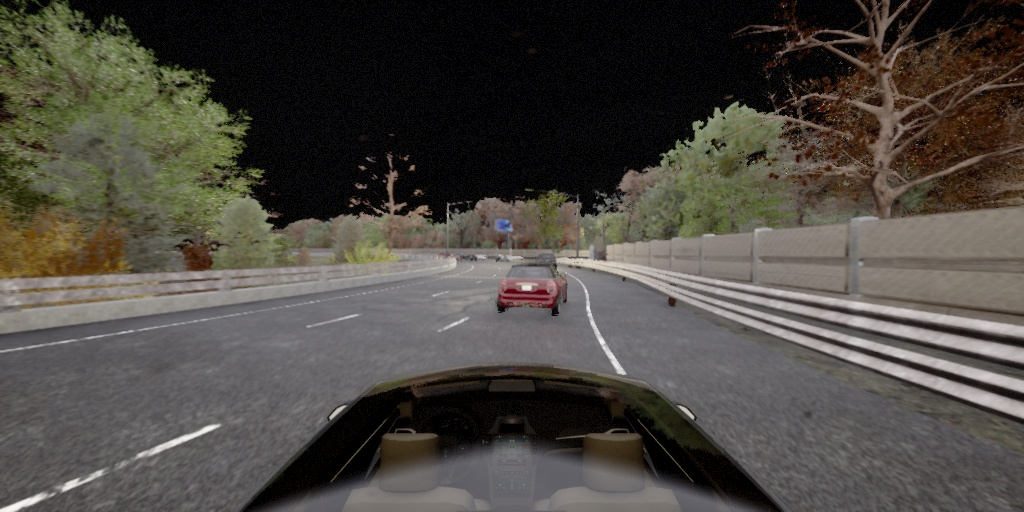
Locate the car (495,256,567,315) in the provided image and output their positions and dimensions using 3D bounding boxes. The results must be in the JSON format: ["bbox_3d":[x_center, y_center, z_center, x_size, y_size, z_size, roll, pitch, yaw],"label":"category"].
[{"bbox_3d":[0.910,1.021,13.505,2.097,1.767,4.553,1,0,12],"label":"car"}]

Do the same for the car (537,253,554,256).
[{"bbox_3d":[3.786,0.714,41.204,2.150,2.045,5.566,1,0,-1],"label":"car"}]
